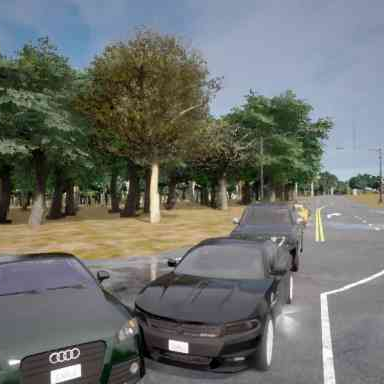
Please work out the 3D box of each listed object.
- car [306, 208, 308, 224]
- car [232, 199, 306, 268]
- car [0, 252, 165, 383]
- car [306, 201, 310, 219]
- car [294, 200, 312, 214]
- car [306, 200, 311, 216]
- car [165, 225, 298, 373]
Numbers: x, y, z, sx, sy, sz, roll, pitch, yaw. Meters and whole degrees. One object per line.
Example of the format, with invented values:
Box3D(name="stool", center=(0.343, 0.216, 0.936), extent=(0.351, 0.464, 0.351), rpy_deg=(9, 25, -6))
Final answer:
Box3D(name="car", center=(5.125, 1.772, 18.242), extent=(1.895, 1.301, 4.718), rpy_deg=(-1, 0, 21))
Box3D(name="car", center=(2.887, 1.458, 12.343), extent=(2.150, 2.045, 5.566), rpy_deg=(-2, 0, 21))
Box3D(name="car", center=(-2.294, 1.642, 4.914), extent=(1.994, 1.385, 4.181), rpy_deg=(1, -2, -33))
Box3D(name="car", center=(7.285, 1.661, 23.992), extent=(1.882, 1.535, 5.008), rpy_deg=(-1, 0, 21))
Box3D(name="car", center=(13.398, 1.743, 40.070), extent=(1.812, 1.442, 4.674), rpy_deg=(-1, 0, 21))
Box3D(name="car", center=(9.354, 1.721, 29.493), extent=(1.812, 1.442, 4.674), rpy_deg=(-1, 0, 21))
Box3D(name="car", center=(0.754, 1.612, 6.206), extent=(1.882, 1.535, 5.008), rpy_deg=(-1, -2, 21))
